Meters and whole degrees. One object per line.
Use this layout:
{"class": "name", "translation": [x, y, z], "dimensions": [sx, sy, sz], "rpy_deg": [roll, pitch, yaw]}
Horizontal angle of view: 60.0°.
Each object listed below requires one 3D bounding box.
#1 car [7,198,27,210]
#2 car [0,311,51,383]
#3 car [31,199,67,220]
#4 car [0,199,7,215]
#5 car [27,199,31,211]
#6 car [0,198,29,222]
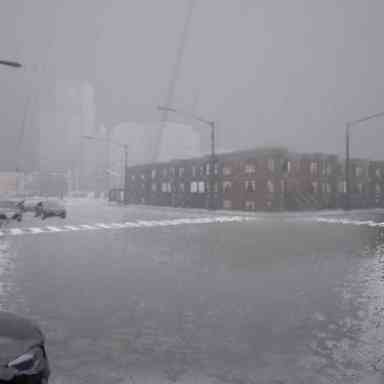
{"class": "car", "translation": [-23.518, 1.544, 44.554], "dimensions": [1.812, 1.442, 4.674], "rpy_deg": [0, 0, -36]}
{"class": "car", "translation": [-3.405, 1.522, 2.124], "dimensions": [4.674, 1.442, 1.812], "rpy_deg": [0, 0, -45]}
{"class": "car", "translation": [-12.249, 1.522, 28.714], "dimensions": [1.837, 1.490, 4.892], "rpy_deg": [0, 0, -36]}
{"class": "car", "translation": [-20.432, 1.485, 34.164], "dimensions": [1.882, 1.535, 5.008], "rpy_deg": [0, 0, -36]}
{"class": "car", "translation": [-17.618, 1.542, 36.265], "dimensions": [1.812, 1.442, 4.674], "rpy_deg": [0, 0, -36]}
{"class": "car", "translation": [-14.445, 1.501, 25.763], "dimensions": [2.128, 1.511, 4.902], "rpy_deg": [0, 0, -35]}
